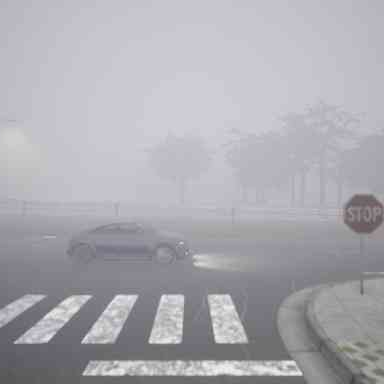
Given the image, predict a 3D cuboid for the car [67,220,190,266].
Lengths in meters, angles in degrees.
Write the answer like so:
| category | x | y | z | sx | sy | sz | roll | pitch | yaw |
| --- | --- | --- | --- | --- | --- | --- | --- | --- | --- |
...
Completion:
| category | x | y | z | sx | sy | sz | roll | pitch | yaw |
| --- | --- | --- | --- | --- | --- | --- | --- | --- | --- |
| car | -2.161 | 1.695 | 11.724 | 4.181 | 1.385 | 1.994 | 1 | 0 | -1 |
